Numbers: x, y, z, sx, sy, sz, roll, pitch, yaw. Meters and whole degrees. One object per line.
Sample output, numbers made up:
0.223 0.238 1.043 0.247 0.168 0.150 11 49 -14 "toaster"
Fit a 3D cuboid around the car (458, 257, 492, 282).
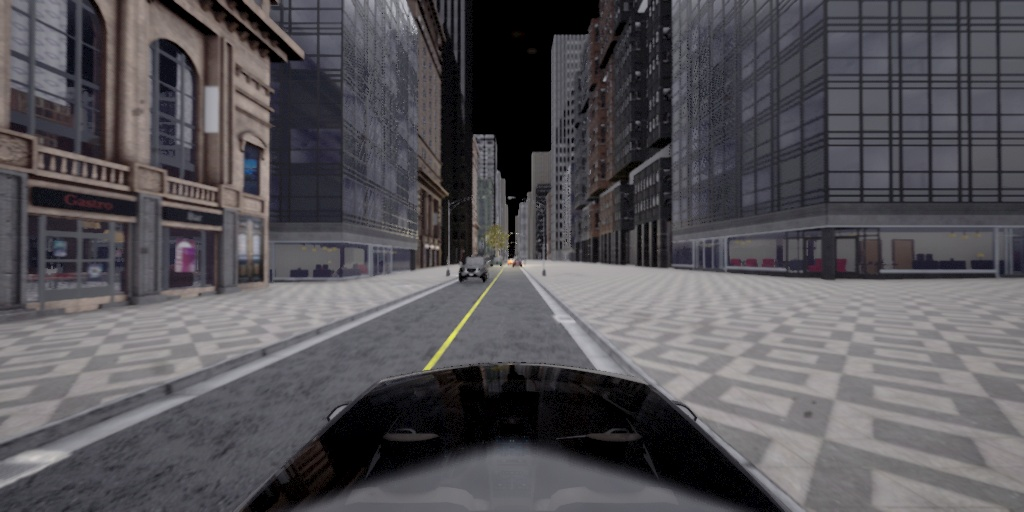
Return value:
-3.100 1.063 30.054 2.150 2.045 5.566 0 0 0 "car"
